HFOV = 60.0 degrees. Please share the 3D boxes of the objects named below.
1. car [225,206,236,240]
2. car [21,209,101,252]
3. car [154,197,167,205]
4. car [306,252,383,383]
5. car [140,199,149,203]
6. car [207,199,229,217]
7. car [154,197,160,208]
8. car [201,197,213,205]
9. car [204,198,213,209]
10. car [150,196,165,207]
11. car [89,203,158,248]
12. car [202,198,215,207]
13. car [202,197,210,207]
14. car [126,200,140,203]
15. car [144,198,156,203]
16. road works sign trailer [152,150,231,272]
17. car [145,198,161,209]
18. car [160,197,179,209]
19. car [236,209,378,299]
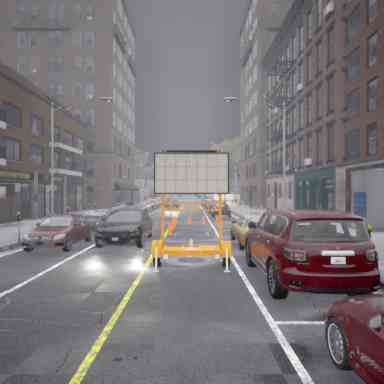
[{"bbox_3d":[2.616,1.525,14.054,1.752,1.417,4.829,0,0,0],"label":"car"},{"bbox_3d":[-5.405,1.582,13.870,1.802,1.307,4.206,0,0,0],"label":"car"},{"bbox_3d":[-5.463,1.601,58.020,1.802,1.307,4.206,0,0,0],"label":"car"},{"bbox_3d":[2.634,1.582,2.849,1.802,1.307,4.206,0,0,0],"label":"car"},{"bbox_3d":[-5.426,1.567,30.426,1.947,1.339,4.313,0,0,0],"label":"car"},{"bbox_3d":[2.599,1.583,30.441,1.802,1.307,4.206,0,0,0],"label":"car"},{"bbox_3d":[-5.441,1.446,41.463,1.967,1.590,4.097,0,0,0],"label":"car"},{"bbox_3d":[2.563,1.585,58.032,1.947,1.339,4.313,0,0,0],"label":"car"},{"bbox_3d":[2.591,1.584,35.958,1.802,1.307,4.206,0,0,0],"label":"car"},{"bbox_3d":[-5.456,1.454,52.501,1.967,1.590,4.097,0,0,0],"label":"car"},{"bbox_3d":[-2.867,1.478,14.885,1.882,1.535,5.008,0,0,0],"label":"car"},{"bbox_3d":[2.570,1.596,52.513,1.802,1.307,4.206,0,0,0],"label":"car"},{"bbox_3d":[2.584,1.531,41.647,1.752,1.417,4.829,0,0,0],"label":"car"},{"bbox_3d":[-5.419,1.545,24.908,1.887,1.381,4.507,0,0,0],"label":"car"},{"bbox_3d":[-5.434,1.553,35.944,2.008,1.369,4.403,0,0,0],"label":"car"},{"bbox_3d":[-0.014,0.464,10.731,2.380,3.560,2.880,0,0,0],"label":"road works sign trailer"},{"bbox_3d":[-5.448,1.535,46.812,1.752,1.417,4.829,0,0,0],"label":"car"},{"bbox_3d":[-2.807,1.500,45.802,2.128,1.511,4.902,0,0,0],"label":"car"},{"bbox_3d":[2.627,1.315,8.368,2.192,1.841,5.009,0,0,0],"label":"car"}]
